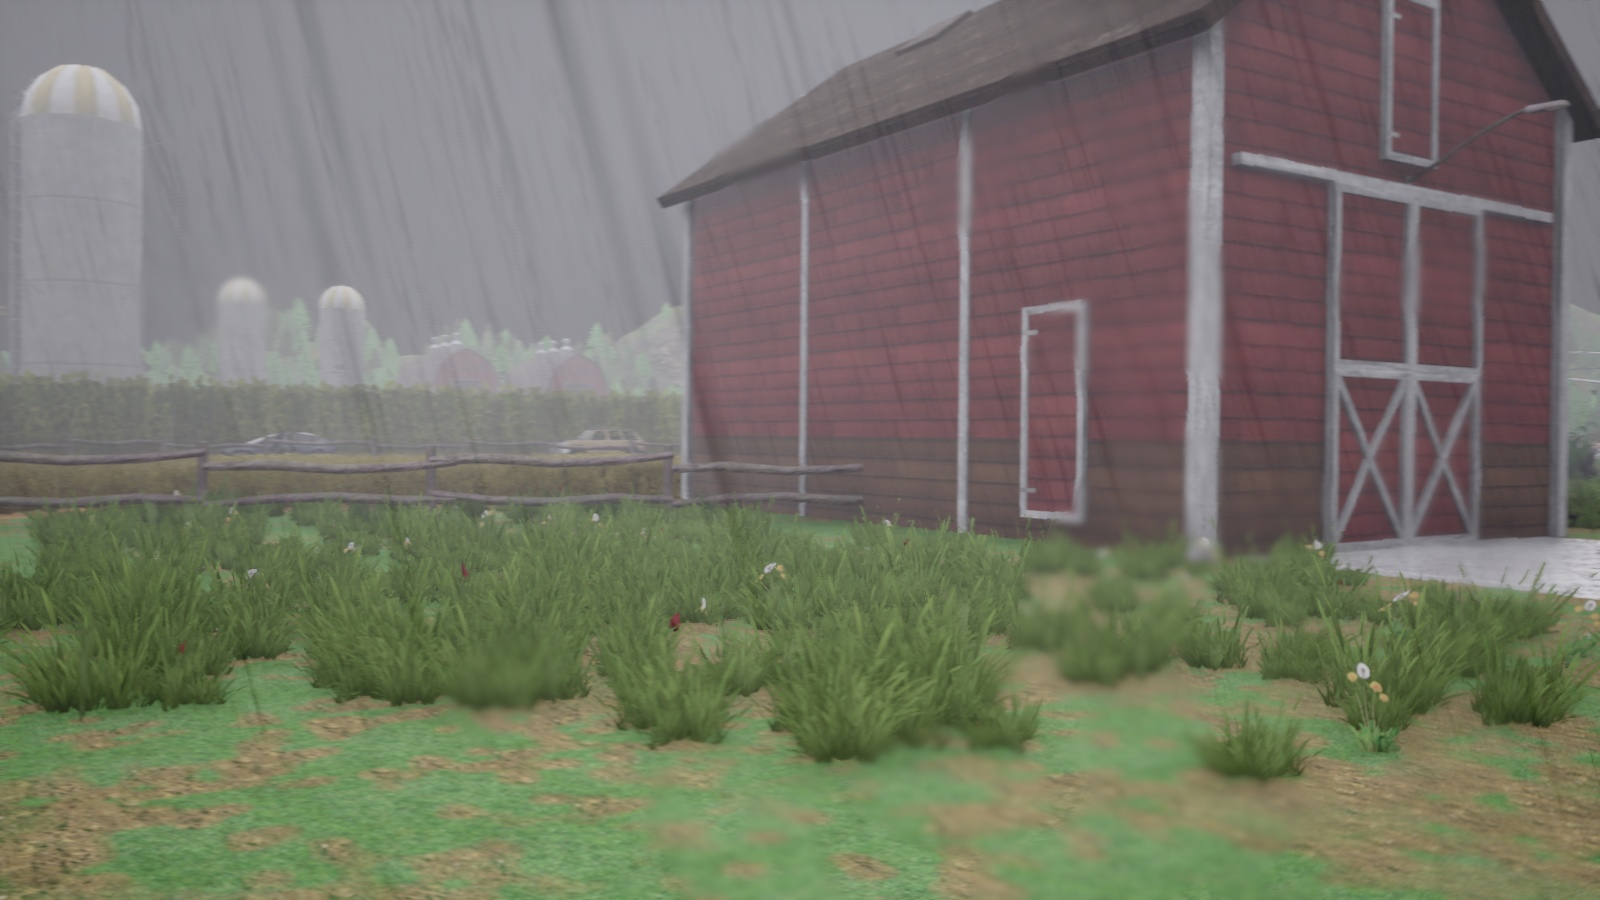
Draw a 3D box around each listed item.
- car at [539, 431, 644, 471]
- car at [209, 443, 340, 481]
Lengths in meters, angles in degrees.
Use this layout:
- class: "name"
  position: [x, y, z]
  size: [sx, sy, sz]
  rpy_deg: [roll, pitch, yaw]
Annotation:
- class: "car"
  position: [-10.119, 0.040, 61.059]
  size: [4.605, 1.855, 1.932]
  rpy_deg: [-1, 1, -32]
- class: "car"
  position: [-22.291, 0.463, 53.333]
  size: [4.792, 1.488, 2.163]
  rpy_deg: [-1, 1, -32]
